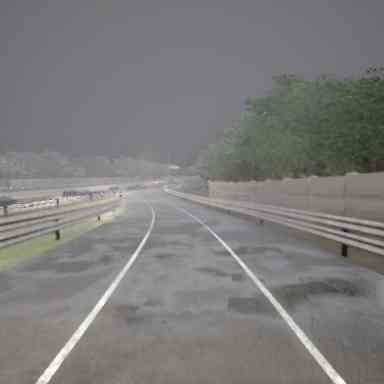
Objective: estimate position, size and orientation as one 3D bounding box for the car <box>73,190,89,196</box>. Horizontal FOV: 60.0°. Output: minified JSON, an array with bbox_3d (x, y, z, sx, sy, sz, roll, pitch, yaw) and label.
[{"bbox_3d":[-23.362,0.197,73.021,2.128,1.511,4.902,0,3,10],"label":"car"}]

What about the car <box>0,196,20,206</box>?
[{"bbox_3d":[-27.454,1.347,48.693,2.097,1.767,4.553,0,3,10],"label":"car"}]

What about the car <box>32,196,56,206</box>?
[{"bbox_3d":[-23.292,1.342,52.346,1.994,1.385,4.181,0,3,10],"label":"car"}]

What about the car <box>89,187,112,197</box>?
[{"bbox_3d":[-19.912,0.163,72.433,1.882,1.535,5.008,0,3,10],"label":"car"}]

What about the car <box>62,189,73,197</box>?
[{"bbox_3d":[-26.814,0.159,73.599,1.837,1.490,4.892,0,3,10],"label":"car"}]
